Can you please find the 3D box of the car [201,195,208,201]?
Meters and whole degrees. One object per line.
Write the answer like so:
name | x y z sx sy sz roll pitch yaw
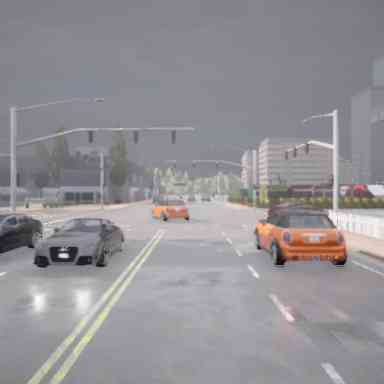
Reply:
car | 3.494 1.598 91.484 1.812 1.442 4.674 0 0 0

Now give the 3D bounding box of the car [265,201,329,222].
car | 8.650 1.538 27.354 5.008 1.535 1.882 0 -2 -26

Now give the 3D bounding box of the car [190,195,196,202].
car | -0.005 1.696 81.209 2.128 1.511 4.902 0 0 0

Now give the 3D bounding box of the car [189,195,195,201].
car | -0.006 1.574 91.482 1.837 1.490 4.892 0 0 0

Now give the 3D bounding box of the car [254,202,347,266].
car | 3.563 1.381 11.765 2.097 1.767 4.553 0 0 0

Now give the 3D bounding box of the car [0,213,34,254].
car | -7.071 1.519 11.847 2.128 1.511 4.902 0 0 0

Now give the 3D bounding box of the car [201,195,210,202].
car | 3.495 1.696 81.209 2.128 1.511 4.902 0 0 0

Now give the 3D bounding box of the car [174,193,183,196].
car | -3.504 1.633 70.337 1.882 1.535 5.008 0 0 0

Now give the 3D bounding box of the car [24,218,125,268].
car | -3.576 1.589 11.271 1.994 1.385 4.181 0 0 0

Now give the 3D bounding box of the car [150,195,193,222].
car | -1.921 1.412 27.457 2.097 1.767 4.553 0 0 -22
